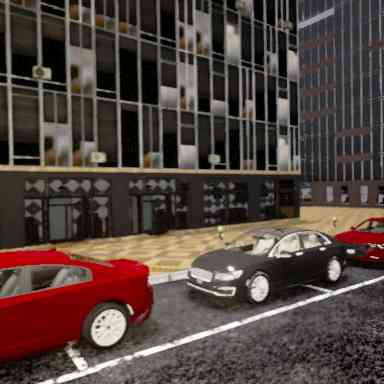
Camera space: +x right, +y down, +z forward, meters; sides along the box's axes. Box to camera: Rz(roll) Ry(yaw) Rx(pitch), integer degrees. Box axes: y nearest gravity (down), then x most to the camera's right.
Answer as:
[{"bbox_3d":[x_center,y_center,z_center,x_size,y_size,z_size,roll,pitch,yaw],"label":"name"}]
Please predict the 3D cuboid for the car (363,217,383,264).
[{"bbox_3d":[6.571,1.522,11.227,4.507,1.381,1.887,0,-1,-35],"label":"car"}]

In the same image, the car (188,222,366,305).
[{"bbox_3d":[1.933,1.539,7.918,4.403,1.369,2.008,0,-1,-35],"label":"car"}]

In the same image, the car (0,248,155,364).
[{"bbox_3d":[-2.705,1.544,4.608,4.507,1.381,1.887,0,-1,-35],"label":"car"}]
